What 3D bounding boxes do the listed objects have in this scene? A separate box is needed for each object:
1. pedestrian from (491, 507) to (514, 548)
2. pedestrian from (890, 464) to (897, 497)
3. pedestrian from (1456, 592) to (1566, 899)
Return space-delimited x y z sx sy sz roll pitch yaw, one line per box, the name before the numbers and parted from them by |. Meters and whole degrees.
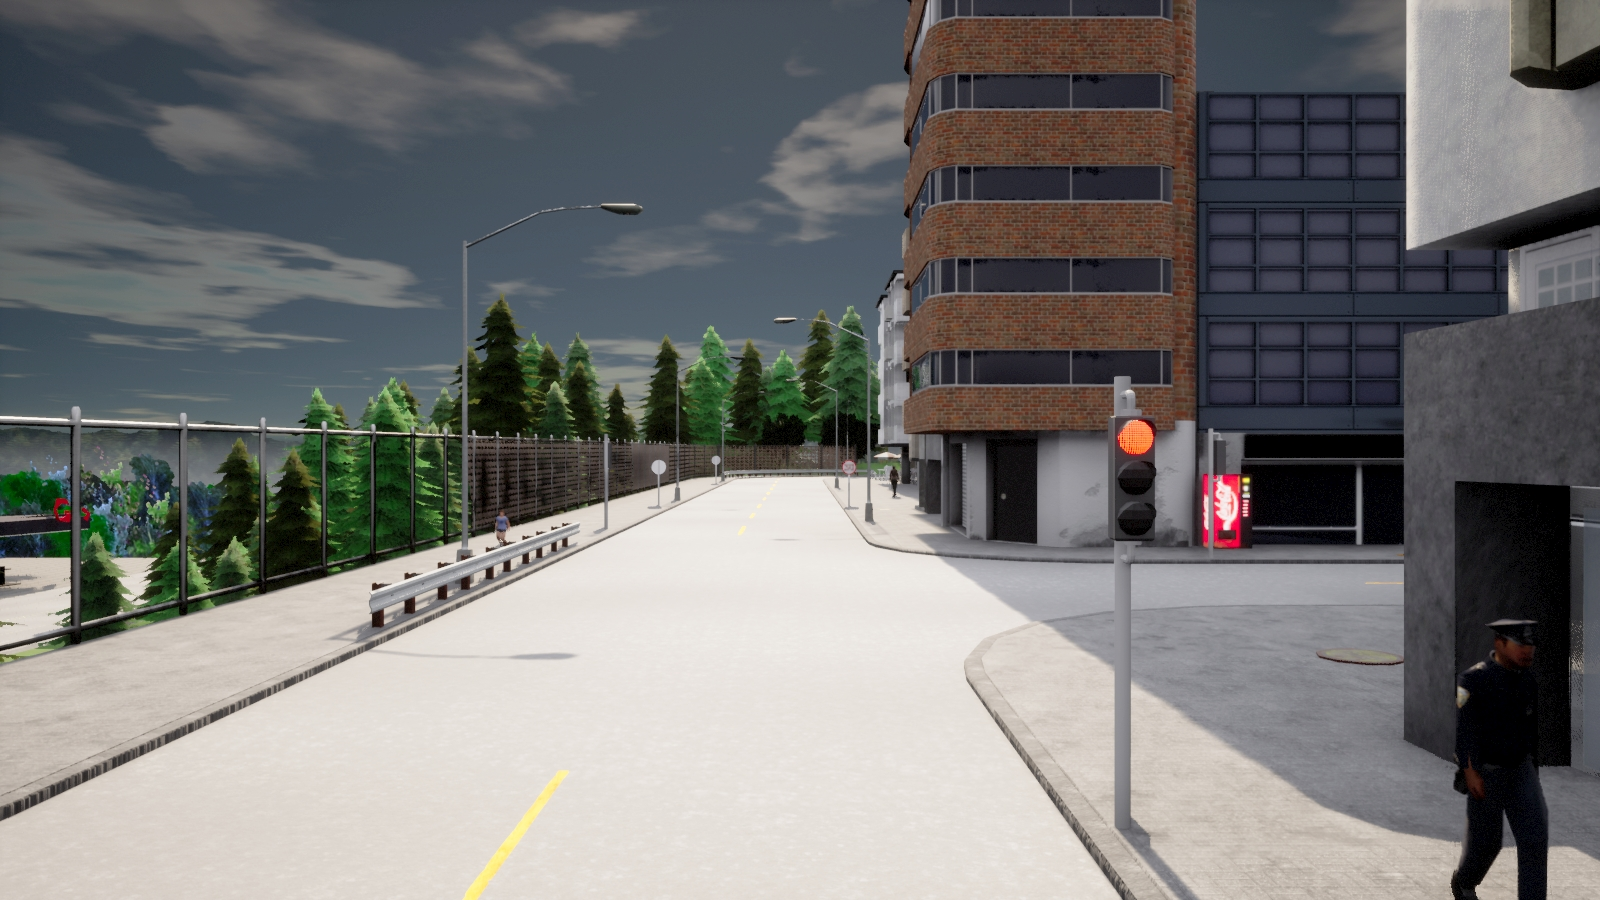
pedestrian | -8.141 2.112 31.249 0.500 1.100 0.500 0 0 0
pedestrian | 5.284 1.719 64.328 0.375 1.860 0.375 0 0 3
pedestrian | 3.933 1.744 6.337 0.375 1.860 0.375 0 0 0
